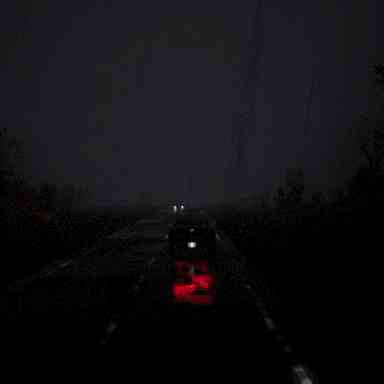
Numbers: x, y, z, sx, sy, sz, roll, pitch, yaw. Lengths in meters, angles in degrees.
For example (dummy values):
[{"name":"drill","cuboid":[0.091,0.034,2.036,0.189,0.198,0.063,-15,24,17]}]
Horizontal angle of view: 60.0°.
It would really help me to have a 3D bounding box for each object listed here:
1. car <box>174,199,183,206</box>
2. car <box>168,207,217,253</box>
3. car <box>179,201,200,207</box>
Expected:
[{"name":"car","cuboid":[-2.729,2.189,69.808,1.837,1.490,4.892,0,-1,0]},{"name":"car","cuboid":[0.008,1.646,14.355,1.837,1.490,4.892,0,0,0]},{"name":"car","cuboid":[0.013,1.812,29.436,1.812,1.442,4.674,0,0,0]}]
